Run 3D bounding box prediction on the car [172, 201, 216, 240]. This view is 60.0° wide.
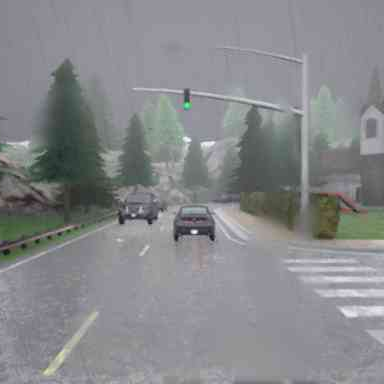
[{"bbox_3d":[0.102,1.393,16.289,1.837,1.490,4.892,0,0,0],"label":"car"}]

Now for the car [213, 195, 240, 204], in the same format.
[{"bbox_3d":[5.690,1.178,54.116,5.357,1.411,2.033,0,1,-42],"label":"car"}]

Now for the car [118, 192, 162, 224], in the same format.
[{"bbox_3d":[-3.599,1.062,23.251,2.150,2.045,5.566,0,0,0],"label":"car"}]

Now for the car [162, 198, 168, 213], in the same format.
[{"bbox_3d":[-3.595,1.311,34.400,2.033,1.411,5.357,0,0,2],"label":"car"}]
